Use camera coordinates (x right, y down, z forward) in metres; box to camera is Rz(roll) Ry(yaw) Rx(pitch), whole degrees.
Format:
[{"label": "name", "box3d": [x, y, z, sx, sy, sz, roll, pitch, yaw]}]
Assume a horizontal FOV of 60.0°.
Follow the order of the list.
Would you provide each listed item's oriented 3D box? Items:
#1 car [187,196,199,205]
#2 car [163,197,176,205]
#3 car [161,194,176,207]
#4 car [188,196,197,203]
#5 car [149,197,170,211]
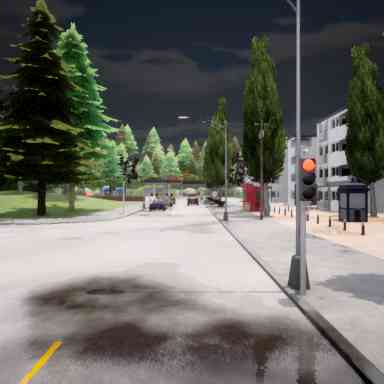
[{"label": "car", "box3d": [0.171, 1.478, 57.548, 1.882, 1.535, 5.008, 0, 0, 0]}, {"label": "car", "box3d": [-3.985, 1.564, 60.293, 1.994, 1.385, 4.181, 0, 0, 1]}, {"label": "car", "box3d": [-4.039, 1.352, 50.337, 2.097, 1.767, 4.553, 0, 0, 0]}, {"label": "car", "box3d": [0.119, 1.728, 73.692, 1.812, 1.442, 4.674, 0, 0, 0]}, {"label": "car", "box3d": [-4.062, 1.601, 40.443, 1.895, 1.301, 4.718, 0, 0, 0]}]
